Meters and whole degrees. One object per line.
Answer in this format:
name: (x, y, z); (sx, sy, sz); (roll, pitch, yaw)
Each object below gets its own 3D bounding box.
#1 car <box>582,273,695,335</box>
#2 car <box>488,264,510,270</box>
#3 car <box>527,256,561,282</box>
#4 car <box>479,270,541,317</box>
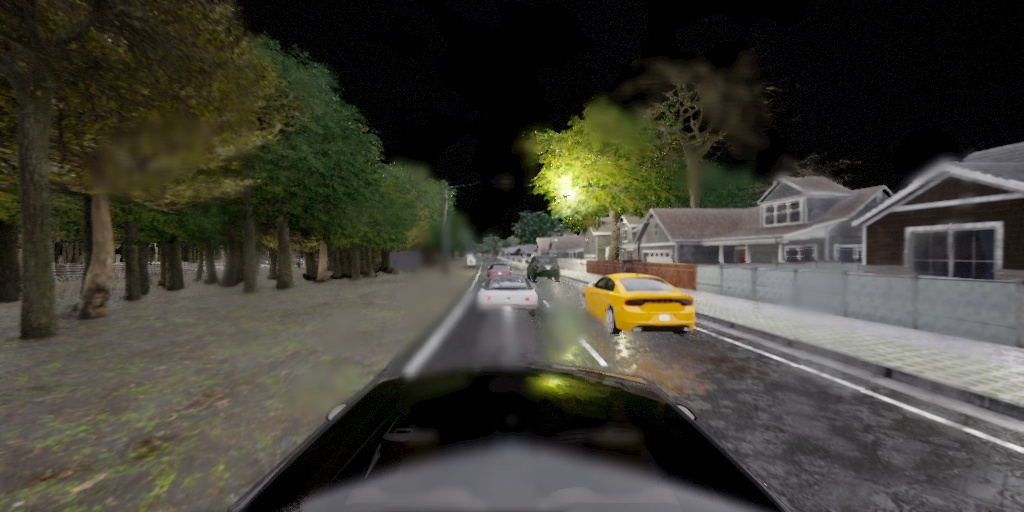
car: (3.403, 1.244, 10.605); (1.882, 1.535, 5.008); (0, 0, -1)
car: (-1.105, 1.350, 30.367); (1.994, 1.385, 4.181); (0, 0, -4)
car: (2.503, 1.000, 29.077); (2.150, 2.045, 5.566); (0, 0, -4)
car: (-0.159, 1.374, 13.300); (1.895, 1.301, 4.718); (0, 0, -2)
